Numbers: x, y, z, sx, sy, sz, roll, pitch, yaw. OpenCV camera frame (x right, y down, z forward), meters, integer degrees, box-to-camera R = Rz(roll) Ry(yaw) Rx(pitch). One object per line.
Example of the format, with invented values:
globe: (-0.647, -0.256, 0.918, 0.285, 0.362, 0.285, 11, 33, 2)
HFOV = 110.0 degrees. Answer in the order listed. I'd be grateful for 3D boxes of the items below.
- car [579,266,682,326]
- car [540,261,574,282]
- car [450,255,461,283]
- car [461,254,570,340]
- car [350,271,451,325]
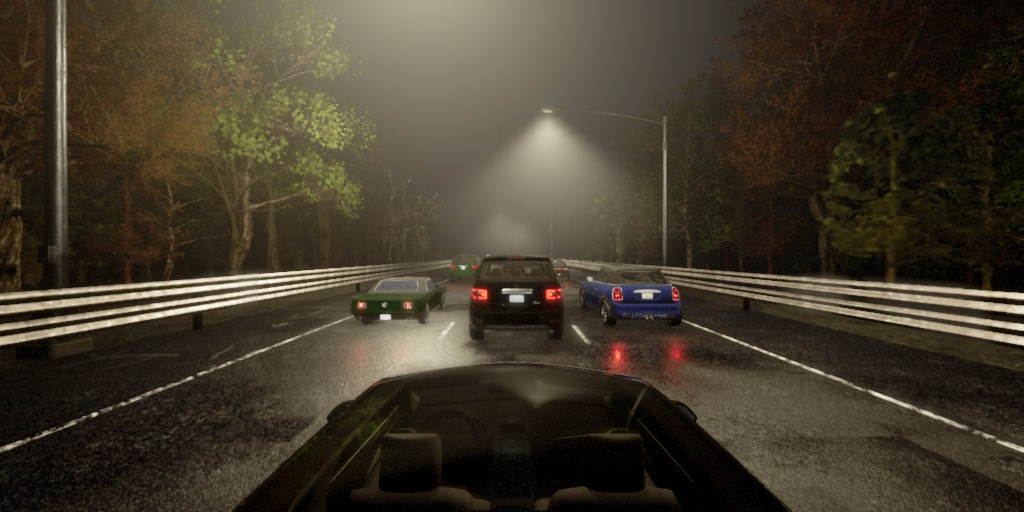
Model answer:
car: (3.605, 1.093, 11.744, 2.097, 1.767, 4.553, 0, 0, -1)
car: (3.609, 1.204, 29.699, 2.128, 1.511, 4.902, 0, 0, 0)
car: (-3.395, 0.939, 27.694, 2.150, 2.045, 5.566, 0, 0, 0)
car: (0.103, 0.965, 10.045, 2.150, 2.045, 5.566, 0, 0, 0)
car: (-3.395, 1.341, 11.762, 1.895, 1.301, 4.718, 0, 0, -1)
